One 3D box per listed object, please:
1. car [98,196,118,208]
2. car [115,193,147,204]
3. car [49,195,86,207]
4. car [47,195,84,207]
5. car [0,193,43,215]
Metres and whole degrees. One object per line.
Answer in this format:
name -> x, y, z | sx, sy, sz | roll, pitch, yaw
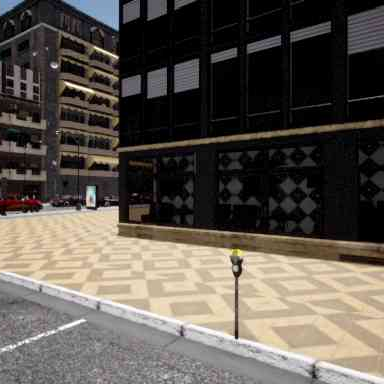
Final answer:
car -> -9.247, 1.072, 37.891 | 1.947, 1.339, 4.313 | 1, 2, 35
car -> -8.869, 0.853, 48.509 | 1.812, 1.442, 4.674 | 0, 1, 35
car -> -14.674, 1.082, 40.265 | 1.994, 1.385, 4.181 | 0, 1, 35
car -> -16.141, 1.074, 42.654 | 1.802, 1.307, 4.206 | 1, 2, 35
car -> -15.620, 1.029, 28.805 | 2.192, 1.841, 5.009 | 1, 2, 35
